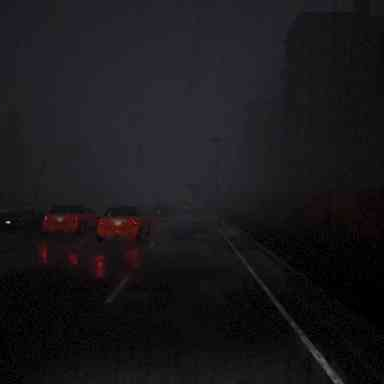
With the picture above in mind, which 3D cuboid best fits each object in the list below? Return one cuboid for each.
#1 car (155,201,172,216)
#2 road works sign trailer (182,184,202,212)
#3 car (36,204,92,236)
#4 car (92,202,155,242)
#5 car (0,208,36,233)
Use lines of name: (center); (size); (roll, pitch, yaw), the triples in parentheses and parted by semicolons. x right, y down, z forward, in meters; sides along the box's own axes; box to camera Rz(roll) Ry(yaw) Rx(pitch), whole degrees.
car: (-3.390, 1.761, 36.643); (1.837, 1.490, 4.892); (0, 0, 0)
road works sign trailer: (0.014, 0.770, 44.080); (2.380, 3.560, 2.880); (0, 0, 0)
car: (-6.893, 1.487, 19.513); (2.097, 1.767, 4.553); (0, 0, 0)
car: (-3.394, 1.473, 17.368); (2.097, 1.767, 4.553); (0, 0, 0)
car: (-10.393, 1.710, 20.907); (1.994, 1.385, 4.181); (0, 0, 0)
